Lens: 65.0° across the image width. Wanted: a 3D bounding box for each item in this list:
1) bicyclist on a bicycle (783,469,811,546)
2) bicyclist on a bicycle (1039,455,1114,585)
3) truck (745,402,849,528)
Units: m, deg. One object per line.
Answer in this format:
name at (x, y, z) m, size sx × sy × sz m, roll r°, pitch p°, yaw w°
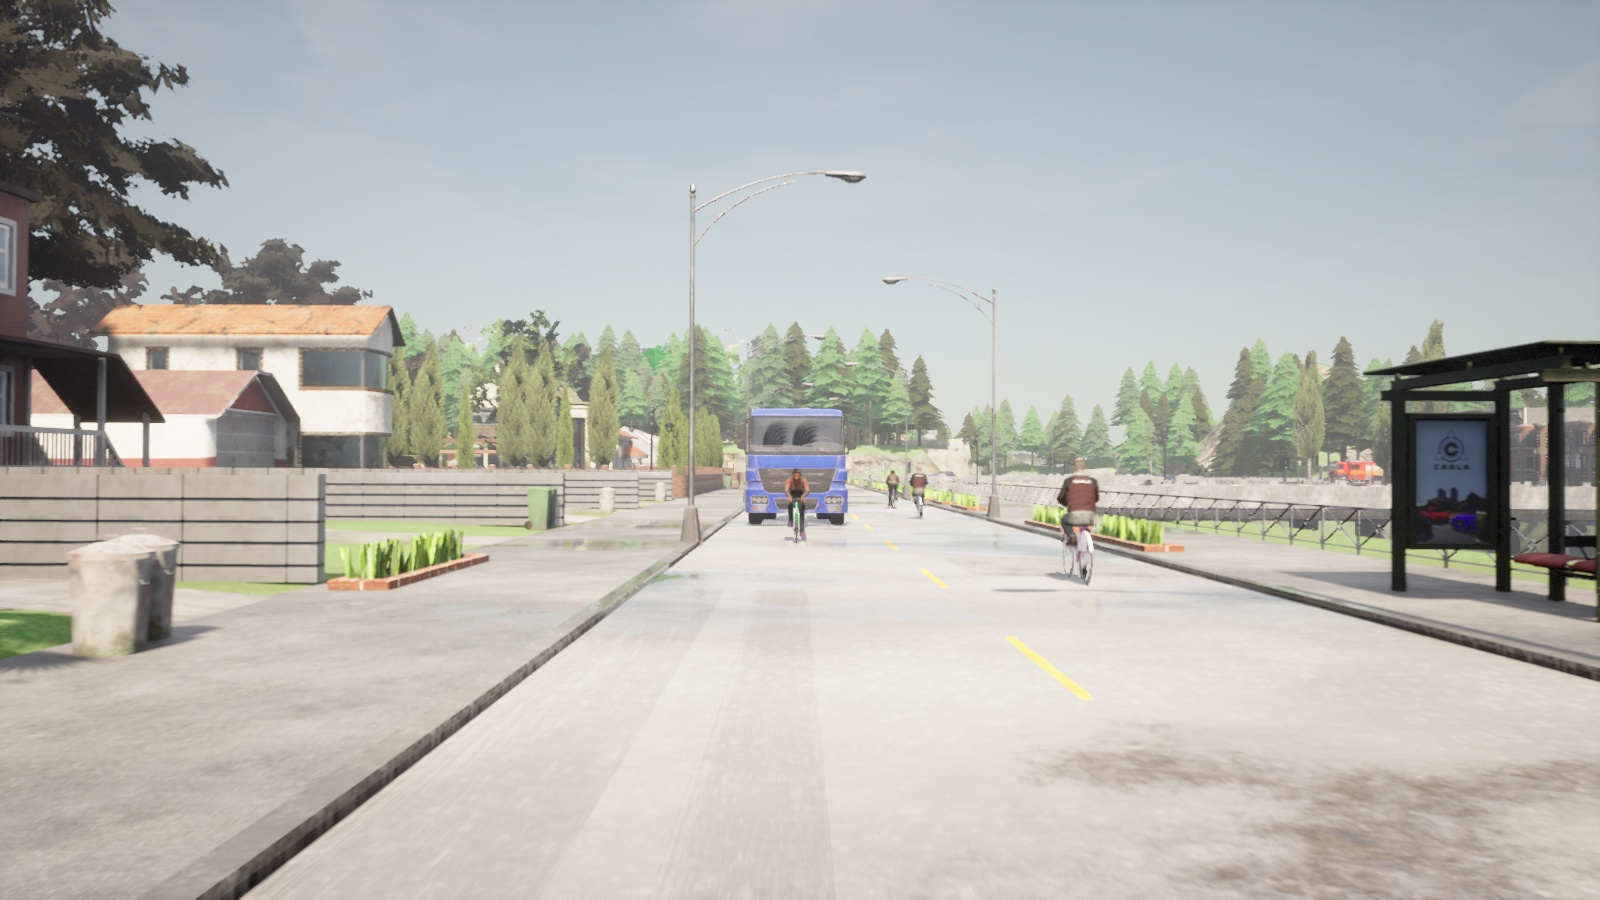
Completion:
bicyclist on a bicycle at (-0.065, 1.226, 27.354) m, size 0.582 × 1.620 × 1.656 m, roll 0°, pitch -1°, yaw 0°
bicyclist on a bicycle at (3.957, 0.973, 18.116) m, size 0.659 × 1.776 × 1.843 m, roll 0°, pitch -1°, yaw 0°
truck at (-0.095, 0.483, 38.815) m, size 2.891 × 3.462 × 7.936 m, roll 0°, pitch -1°, yaw 0°
